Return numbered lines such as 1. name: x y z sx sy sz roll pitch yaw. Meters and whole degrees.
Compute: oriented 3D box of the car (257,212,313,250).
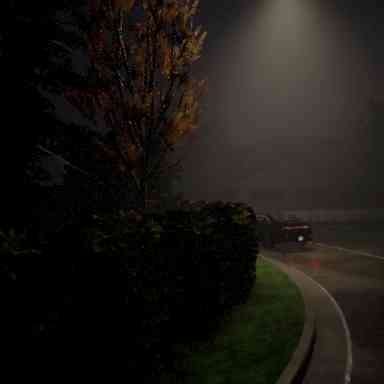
1. car: 3.468 1.696 15.644 2.128 1.511 4.902 0 -1 -22
